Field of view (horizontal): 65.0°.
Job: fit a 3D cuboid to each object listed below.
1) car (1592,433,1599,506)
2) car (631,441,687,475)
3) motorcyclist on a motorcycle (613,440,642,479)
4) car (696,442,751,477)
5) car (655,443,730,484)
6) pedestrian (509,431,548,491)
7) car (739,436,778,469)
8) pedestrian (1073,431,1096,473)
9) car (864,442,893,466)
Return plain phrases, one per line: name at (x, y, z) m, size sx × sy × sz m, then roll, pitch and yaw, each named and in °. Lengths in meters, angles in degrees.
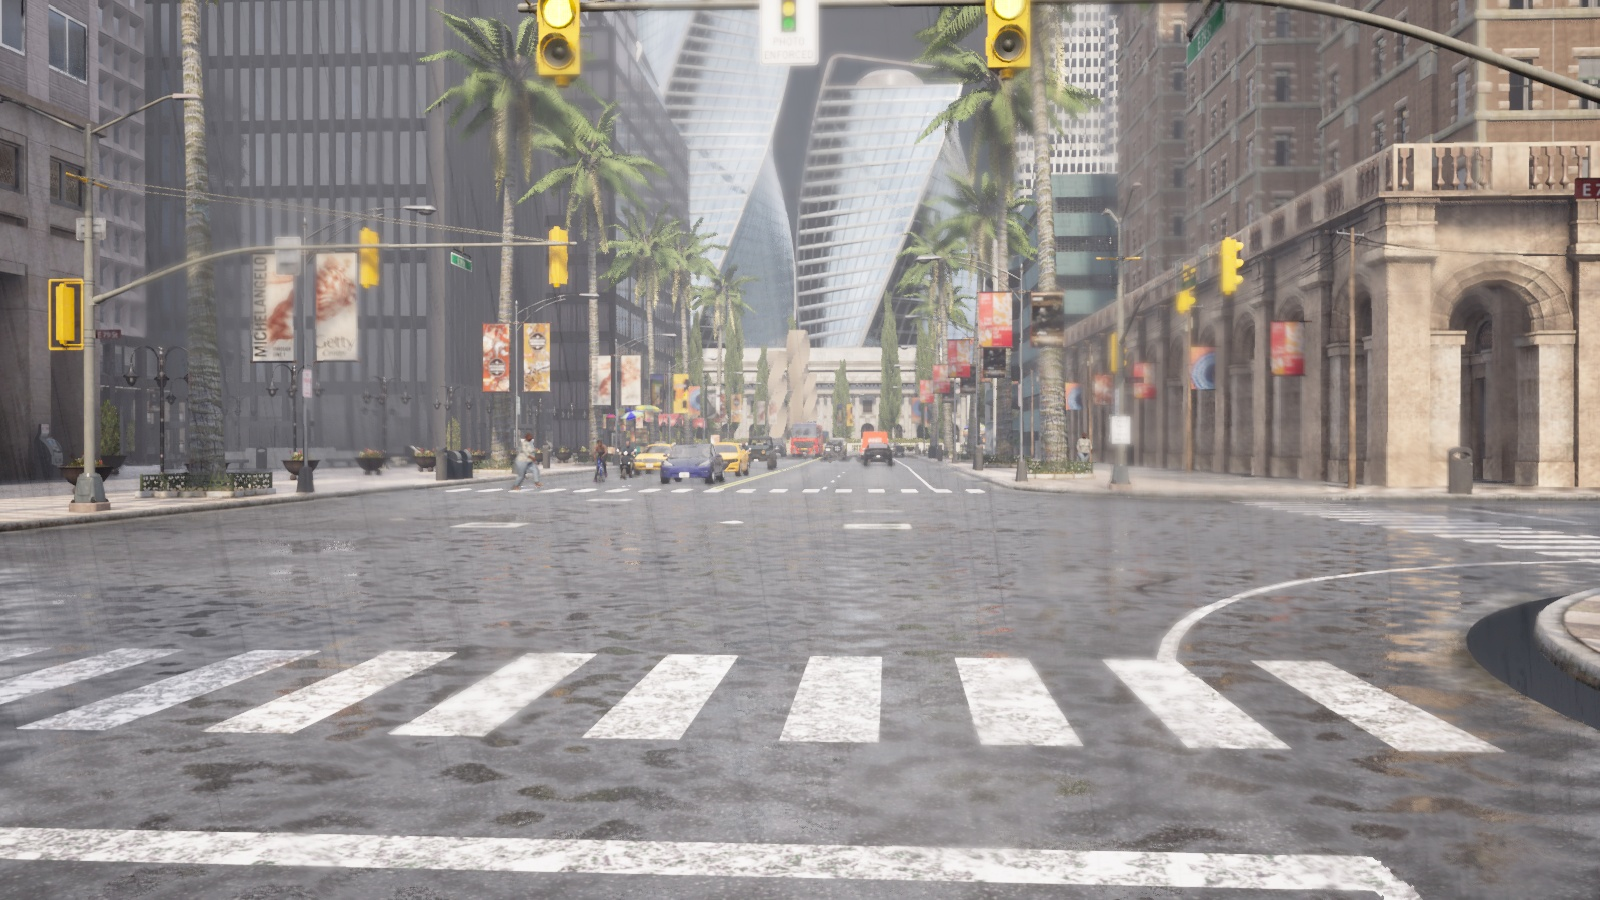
car at (20.418, 0.451, 27.582) m, size 4.611 × 1.667 × 2.242 m, roll 0°, pitch 0°, yaw 3°
car at (-6.738, 0.336, 60.588) m, size 1.801 × 1.575 × 5.366 m, roll 0°, pitch 0°, yaw 4°
motorcyclist on a motorcycle at (-7.234, 0.395, 52.741) m, size 0.866 × 1.590 × 1.817 m, roll 0°, pitch 0°, yaw 4°
car at (-3.441, 0.397, 57.258) m, size 1.882 × 1.535 × 5.008 m, roll 0°, pitch 0°, yaw 4°
car at (-4.036, 0.472, 47.851) m, size 2.163 × 1.488 × 4.792 m, roll 0°, pitch 0°, yaw 4°
pedestrian at (-8.472, 0.324, 39.201) m, size 0.900 × 1.855 × 0.874 m, roll 0°, pitch 0°, yaw 11°
car at (-2.400, 0.124, 73.371) m, size 1.905 × 1.878 × 3.866 m, roll 0°, pitch 0°, yaw 4°
pedestrian at (12.599, 0.097, 55.700) m, size 0.874 × 1.855 × 0.900 m, roll 0°, pitch 0°, yaw 5°
car at (5.211, 0.252, 84.009) m, size 1.882 × 1.535 × 5.008 m, roll 0°, pitch 0°, yaw 3°
